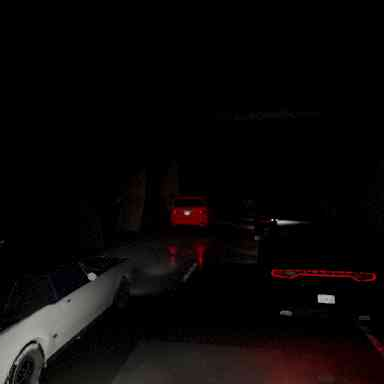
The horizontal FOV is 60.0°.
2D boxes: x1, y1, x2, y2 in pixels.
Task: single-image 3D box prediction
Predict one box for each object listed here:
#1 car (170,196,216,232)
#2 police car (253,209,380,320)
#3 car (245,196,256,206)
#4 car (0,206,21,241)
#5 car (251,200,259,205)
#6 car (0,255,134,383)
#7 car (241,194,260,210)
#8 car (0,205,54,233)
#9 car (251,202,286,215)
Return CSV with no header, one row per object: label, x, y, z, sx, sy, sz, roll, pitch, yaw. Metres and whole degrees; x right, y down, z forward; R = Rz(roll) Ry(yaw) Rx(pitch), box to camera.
car,0.205,1.223,20.357,2.150,2.045,5.566,0,0,10
police car,2.489,1.425,7.611,1.930,1.638,5.238,0,0,10
car,9.992,1.525,57.207,1.812,1.442,4.674,0,0,10
car,-7.777,1.477,16.527,1.882,1.535,5.008,0,0,10
car,5.229,1.526,23.262,1.812,1.442,4.674,0,0,10
car,-2.424,1.600,4.990,1.895,1.301,4.718,0,0,9
car,7.634,1.221,43.587,2.150,2.045,5.566,0,0,11
car,-10.629,1.564,20.538,1.994,1.385,4.181,0,0,10
car,4.194,1.505,17.352,1.837,1.490,4.892,0,0,10
